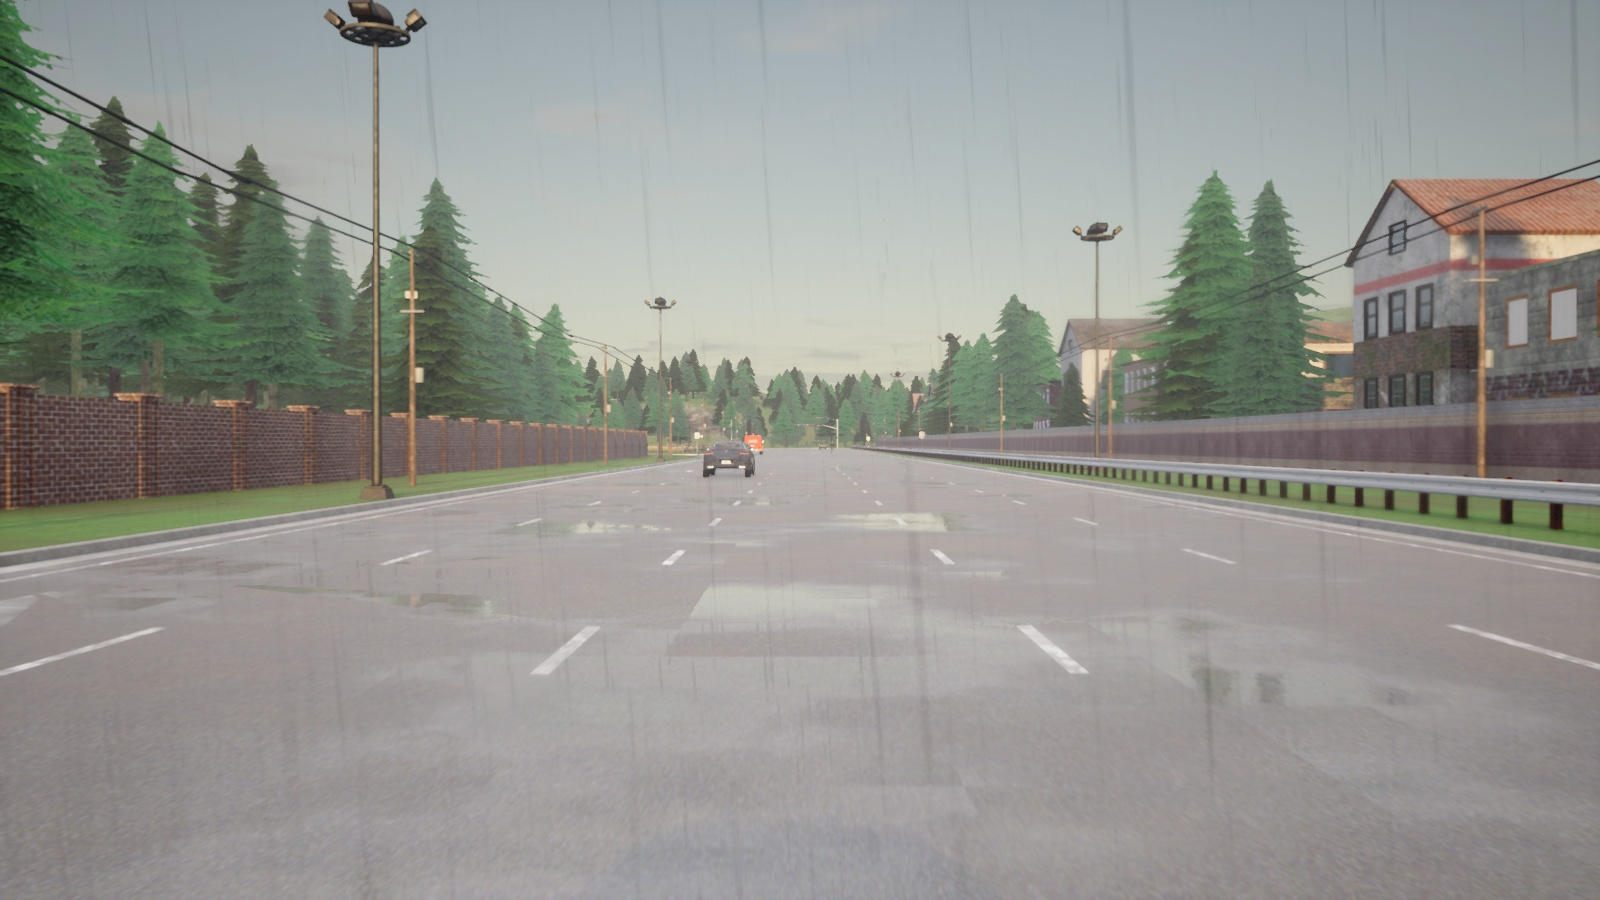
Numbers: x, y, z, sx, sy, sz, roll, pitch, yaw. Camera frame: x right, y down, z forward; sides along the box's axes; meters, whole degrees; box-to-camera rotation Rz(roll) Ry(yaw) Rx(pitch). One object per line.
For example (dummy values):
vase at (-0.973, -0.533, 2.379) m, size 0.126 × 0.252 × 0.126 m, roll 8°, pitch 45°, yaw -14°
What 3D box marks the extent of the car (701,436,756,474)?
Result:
car at (-3.162, 0.204, 56.552) m, size 2.152 × 1.651 × 5.027 m, roll 0°, pitch 0°, yaw 0°
